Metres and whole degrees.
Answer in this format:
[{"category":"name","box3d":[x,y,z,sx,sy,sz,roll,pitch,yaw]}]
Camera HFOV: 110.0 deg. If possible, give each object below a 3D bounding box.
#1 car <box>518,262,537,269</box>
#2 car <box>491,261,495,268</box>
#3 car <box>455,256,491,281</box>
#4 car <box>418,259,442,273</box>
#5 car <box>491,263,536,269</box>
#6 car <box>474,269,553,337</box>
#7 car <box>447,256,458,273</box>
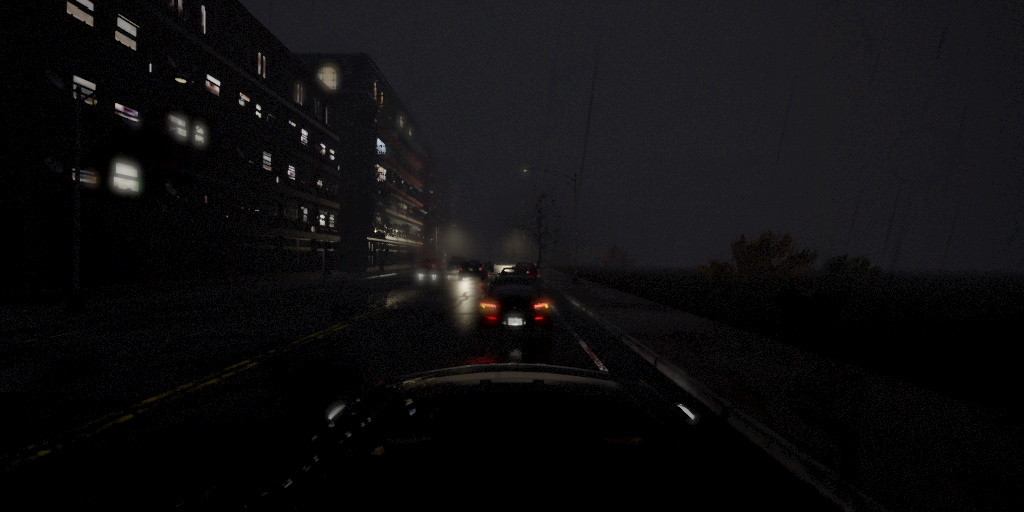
[{"category":"car","box3d":[1.081,1.231,29.863,1.882,1.535,5.008,0,0,0]},{"category":"car","box3d":[-3.236,1.244,44.712,2.128,1.511,4.902,0,0,0]},{"category":"car","box3d":[-3.209,1.106,30.356,2.097,1.767,4.553,0,0,0]},{"category":"car","box3d":[-9.934,1.105,43.661,2.097,1.767,4.553,0,0,0]},{"category":"car","box3d":[0.063,1.317,20.335,1.994,1.385,4.181,0,0,0]},{"category":"car","box3d":[0.075,1.277,10.168,1.812,1.442,4.674,0,0,0]},{"category":"car","box3d":[-6.688,0.975,45.075,2.150,2.045,5.566,0,0,0]}]
